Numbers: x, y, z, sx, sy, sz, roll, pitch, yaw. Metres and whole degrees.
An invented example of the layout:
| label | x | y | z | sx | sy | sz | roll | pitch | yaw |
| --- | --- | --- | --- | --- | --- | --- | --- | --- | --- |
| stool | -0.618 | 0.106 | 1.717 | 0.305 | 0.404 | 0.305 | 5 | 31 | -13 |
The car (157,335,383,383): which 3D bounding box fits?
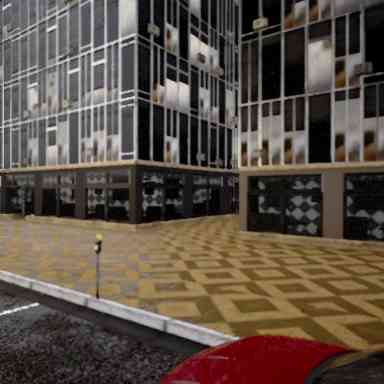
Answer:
| label | x | y | z | sx | sy | sz | roll | pitch | yaw |
| --- | --- | --- | --- | --- | --- | --- | --- | --- | --- |
| car | 1.706 | 1.545 | 1.655 | 4.507 | 1.381 | 1.887 | 0 | 0 | 35 |
